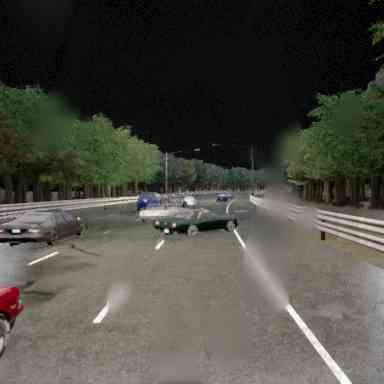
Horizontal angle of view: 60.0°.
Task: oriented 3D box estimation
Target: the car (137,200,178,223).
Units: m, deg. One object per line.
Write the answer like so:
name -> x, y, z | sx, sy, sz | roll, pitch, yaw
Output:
car -> -2.470, 1.508, 24.515 | 1.895, 1.301, 4.718 | 0, 0, 4

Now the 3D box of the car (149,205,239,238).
car -> 0.378, 1.544, 17.314 | 4.718, 1.301, 1.895 | 0, 0, -45

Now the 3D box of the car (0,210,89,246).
car -> -6.430, 1.503, 14.959 | 2.033, 1.411, 5.357 | 0, 0, 3

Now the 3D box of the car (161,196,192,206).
car -> -1.541, 1.343, 35.303 | 2.128, 1.511, 4.902 | 0, 0, 6

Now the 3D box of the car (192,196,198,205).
car -> -0.320, 1.322, 46.093 | 1.812, 1.442, 4.674 | 0, 0, 7

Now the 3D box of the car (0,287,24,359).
car -> -3.463, 1.598, 2.823 | 1.895, 1.301, 4.718 | 0, 0, 1

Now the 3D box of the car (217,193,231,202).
car -> 5.965, 1.098, 63.890 | 1.882, 1.535, 5.008 | 0, 0, 10

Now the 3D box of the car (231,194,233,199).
car -> 8.412, 0.923, 77.098 | 1.994, 1.385, 4.181 | 0, 1, 12

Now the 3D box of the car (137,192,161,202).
car -> -4.649, 1.060, 38.015 | 2.150, 2.045, 5.566 | 0, 0, 6
